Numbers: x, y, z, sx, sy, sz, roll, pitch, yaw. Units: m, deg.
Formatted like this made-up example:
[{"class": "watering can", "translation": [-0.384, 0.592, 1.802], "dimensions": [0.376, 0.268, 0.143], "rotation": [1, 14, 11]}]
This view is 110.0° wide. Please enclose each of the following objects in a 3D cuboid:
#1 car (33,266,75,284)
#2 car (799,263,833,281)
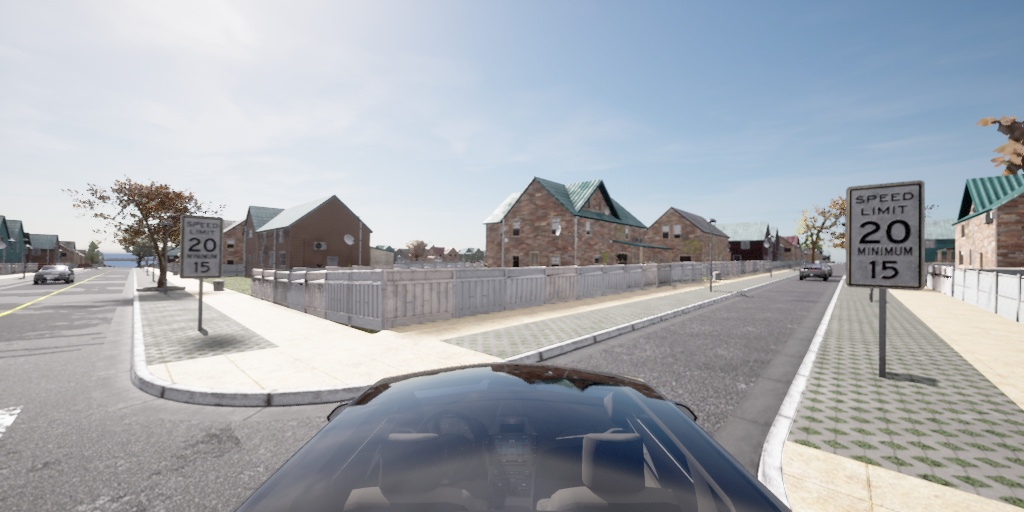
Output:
[{"class": "car", "translation": [-38.769, 1.561, 30.453], "dimensions": [4.902, 1.511, 2.128], "rotation": [-1, -2, 44]}, {"class": "car", "translation": [27.102, 1.421, 32.137], "dimensions": [2.128, 1.511, 4.902], "rotation": [0, 0, 44]}]
